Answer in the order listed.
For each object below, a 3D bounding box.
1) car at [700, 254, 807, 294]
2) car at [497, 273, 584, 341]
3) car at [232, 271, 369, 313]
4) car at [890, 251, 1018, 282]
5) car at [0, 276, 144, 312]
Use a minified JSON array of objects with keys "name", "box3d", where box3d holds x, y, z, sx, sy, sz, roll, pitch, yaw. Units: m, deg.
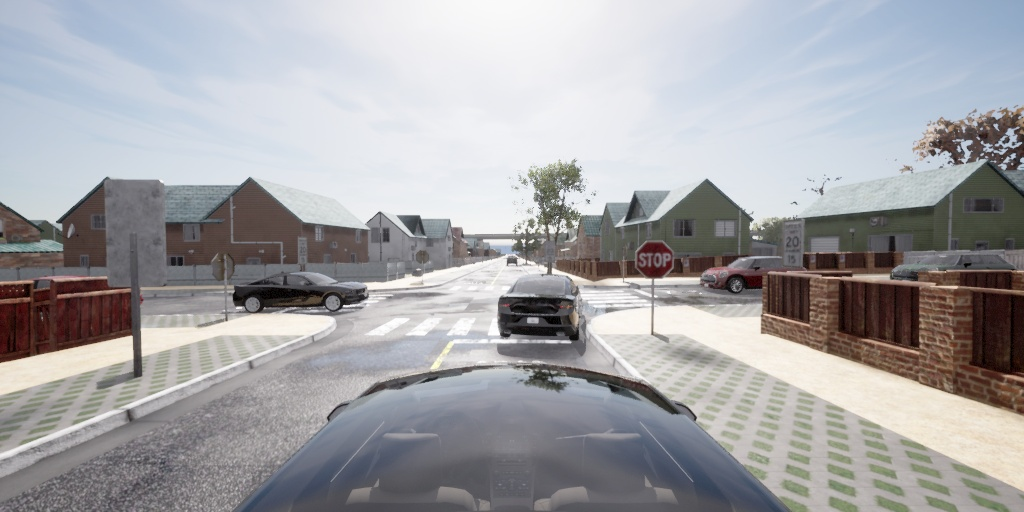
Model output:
[{"name":"car","box3d":[11.810,0.819,17.668,4.553,1.767,2.097,-1,2,0]},{"name":"car","box3d":[0.960,1.224,10.061,1.882,1.535,5.008,0,0,12]},{"name":"car","box3d":[-8.465,1.375,14.589,5.008,1.535,1.882,-1,2,0]},{"name":"car","box3d":[21.705,0.644,17.738,4.553,1.767,2.097,-1,2,0]},{"name":"car","box3d":[-18.018,1.545,14.529,5.008,1.535,1.882,-1,2,0]}]
